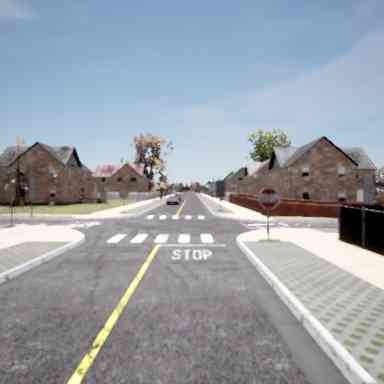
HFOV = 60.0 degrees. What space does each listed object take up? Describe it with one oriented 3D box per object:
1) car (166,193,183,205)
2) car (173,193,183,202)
[{"bbox_3d":[-2.794,1.221,49.420,2.033,1.411,5.357,0,0,1],"label":"car"},{"bbox_3d":[-2.740,1.065,65.366,1.837,1.490,4.892,0,1,0],"label":"car"}]
